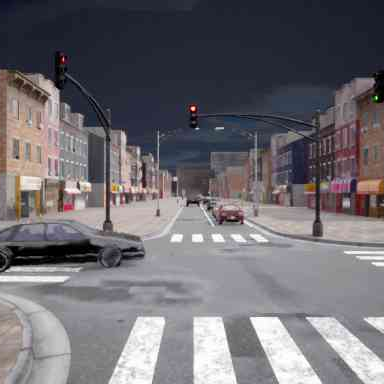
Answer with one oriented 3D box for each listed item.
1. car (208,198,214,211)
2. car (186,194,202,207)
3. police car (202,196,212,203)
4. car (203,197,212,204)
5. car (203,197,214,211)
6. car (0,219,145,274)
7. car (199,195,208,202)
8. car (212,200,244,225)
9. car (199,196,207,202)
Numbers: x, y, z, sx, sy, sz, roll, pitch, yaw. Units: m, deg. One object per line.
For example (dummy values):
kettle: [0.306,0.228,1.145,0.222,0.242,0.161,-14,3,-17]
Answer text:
car: [2.709,1.555,30.096,1.752,1.417,4.829,0,0,0]
car: [0.176,1.319,54.205,2.150,2.045,5.566,0,0,1]
police car: [3.154,1.555,62.526,1.930,1.638,5.238,0,0,0]
car: [3.184,1.685,69.415,1.812,1.442,4.674,0,0,0]
car: [2.734,1.621,41.285,1.947,1.339,4.313,0,0,0]
car: [-4.172,1.535,10.154,5.357,1.411,2.033,0,0,-13]
car: [2.825,1.647,81.042,1.967,1.590,4.097,0,0,0]
car: [2.695,1.565,24.246,1.887,1.381,4.507,0,0,0]
car: [2.838,1.814,86.722,1.802,1.307,4.206,0,0,0]
